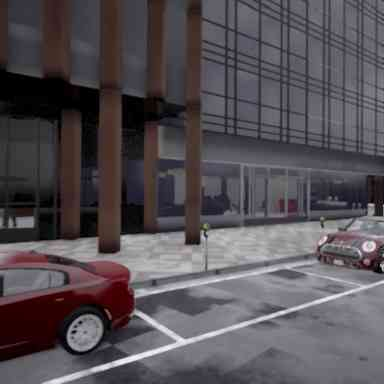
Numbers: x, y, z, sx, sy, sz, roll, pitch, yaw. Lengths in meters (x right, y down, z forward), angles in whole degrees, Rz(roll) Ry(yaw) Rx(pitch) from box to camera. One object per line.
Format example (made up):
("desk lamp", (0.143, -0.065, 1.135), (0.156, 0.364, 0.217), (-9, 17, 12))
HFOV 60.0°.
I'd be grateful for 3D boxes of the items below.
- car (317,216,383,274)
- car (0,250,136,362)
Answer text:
("car", (5.891, 1.544, 10.846), (4.097, 1.590, 1.967), (1, 0, -35))
("car", (-2.997, 1.545, 4.511), (4.507, 1.381, 1.887), (1, 0, -35))
